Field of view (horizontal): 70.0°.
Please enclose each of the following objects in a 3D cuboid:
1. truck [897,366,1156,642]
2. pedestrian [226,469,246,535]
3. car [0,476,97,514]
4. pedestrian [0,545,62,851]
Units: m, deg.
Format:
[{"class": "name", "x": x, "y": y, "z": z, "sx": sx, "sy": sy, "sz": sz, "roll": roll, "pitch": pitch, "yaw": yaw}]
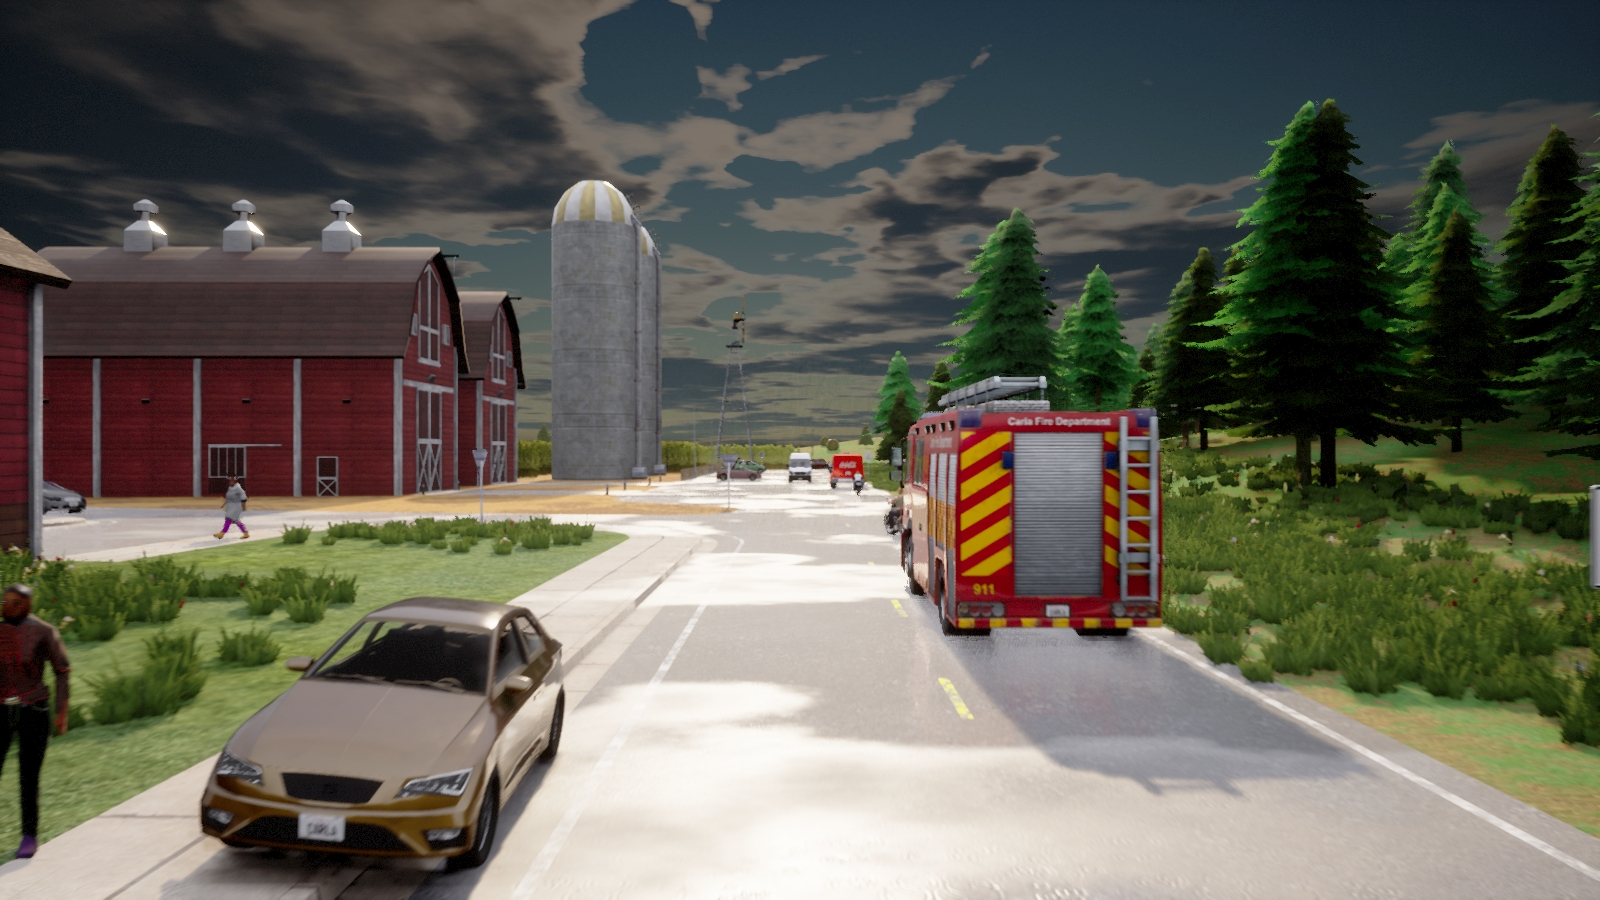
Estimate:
[{"class": "truck", "x": 3.498, "y": 0.750, "z": 20.091, "sx": 2.891, "sy": 3.827, "sz": 8.468, "roll": 0, "pitch": 0, "yaw": 0}, {"class": "pedestrian", "x": -16.124, "y": 1.470, "z": 32.666, "sx": 0.375, "sy": 1.860, "sz": 0.375, "roll": 0, "pitch": 0, "yaw": 33}, {"class": "car", "x": -33.225, "y": 1.907, "z": 49.560, "sx": 4.902, "sy": 1.511, "sz": 2.128, "roll": 0, "pitch": 0, "yaw": 21}, {"class": "pedestrian", "x": -4.981, "y": 1.555, "z": 7.269, "sx": 0.375, "sy": 1.860, "sz": 0.375, "roll": 0, "pitch": 0, "yaw": -14}]
